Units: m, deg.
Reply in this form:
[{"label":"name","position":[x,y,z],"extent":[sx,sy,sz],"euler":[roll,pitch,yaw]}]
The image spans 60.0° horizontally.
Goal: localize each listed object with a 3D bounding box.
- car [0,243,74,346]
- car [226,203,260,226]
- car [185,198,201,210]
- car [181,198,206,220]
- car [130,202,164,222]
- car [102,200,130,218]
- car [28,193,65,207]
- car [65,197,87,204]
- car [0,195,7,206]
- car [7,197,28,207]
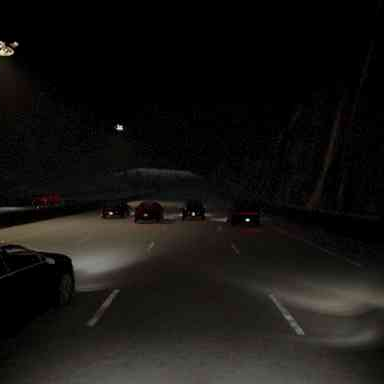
[{"label":"car","position":[-3.395,1.521,5.109],"extent":[2.128,1.511,4.902],"euler":[0,0,0]},{"label":"car","position":[3.621,1.553,24.040],"extent":[1.837,1.490,4.892],"euler":[0,0,0]},{"label":"car","position":[0.139,1.495,43.655],"extent":[1.994,1.385,4.181],"euler":[0,1,0]},{"label":"car","position":[0.125,1.535,28.872],"extent":[1.837,1.490,4.892],"euler":[0,-1,0]},{"label":"car","position":[-3.377,1.518,26.744],"extent":[1.882,1.535,5.008],"euler":[0,0,0]},{"label":"car","position":[-6.873,1.529,30.619],"extent":[1.837,1.490,4.892],"euler":[0,0,0]},{"label":"car","position":[-21.003,1.106,48.204],"extent":[2.150,2.045,5.566],"euler":[0,0,0]},{"label":"car","position":[-17.480,1.406,50.276],"extent":[2.033,1.411,5.357],"euler":[0,1,1]},{"label":"car","position":[-28.006,1.240,47.645],"extent":[2.097,1.767,4.553],"euler":[0,1,0]},{"label":"car","position":[-24.497,1.478,48.664],"extent":[1.895,1.301,4.718],"euler":[0,1,1]}]
